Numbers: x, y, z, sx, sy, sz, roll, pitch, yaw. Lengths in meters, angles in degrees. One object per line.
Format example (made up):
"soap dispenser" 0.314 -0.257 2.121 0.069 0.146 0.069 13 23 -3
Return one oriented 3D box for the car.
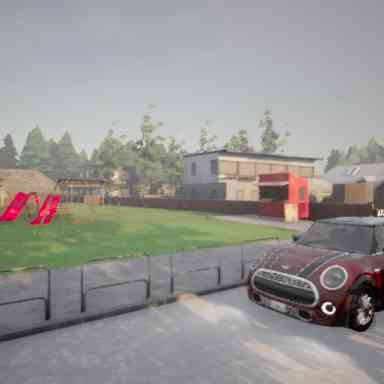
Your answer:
"car" 3.295 1.338 6.945 4.553 1.767 2.097 0 0 -35
